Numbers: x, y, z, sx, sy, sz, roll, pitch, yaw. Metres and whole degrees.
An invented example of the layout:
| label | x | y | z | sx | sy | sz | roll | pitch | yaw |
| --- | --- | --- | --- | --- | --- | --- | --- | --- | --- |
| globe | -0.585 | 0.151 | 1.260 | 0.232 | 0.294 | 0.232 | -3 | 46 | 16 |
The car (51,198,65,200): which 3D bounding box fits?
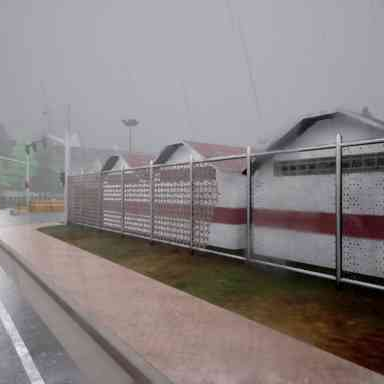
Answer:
| label | x | y | z | sx | sy | sz | roll | pitch | yaw |
| --- | --- | --- | --- | --- | --- | --- | --- | --- | --- |
| car | -17.132 | 1.505 | 42.327 | 4.892 | 1.490 | 1.837 | 0 | 0 | -38 |
